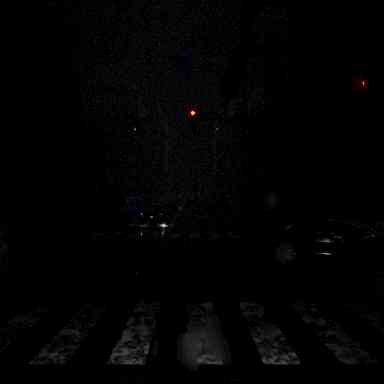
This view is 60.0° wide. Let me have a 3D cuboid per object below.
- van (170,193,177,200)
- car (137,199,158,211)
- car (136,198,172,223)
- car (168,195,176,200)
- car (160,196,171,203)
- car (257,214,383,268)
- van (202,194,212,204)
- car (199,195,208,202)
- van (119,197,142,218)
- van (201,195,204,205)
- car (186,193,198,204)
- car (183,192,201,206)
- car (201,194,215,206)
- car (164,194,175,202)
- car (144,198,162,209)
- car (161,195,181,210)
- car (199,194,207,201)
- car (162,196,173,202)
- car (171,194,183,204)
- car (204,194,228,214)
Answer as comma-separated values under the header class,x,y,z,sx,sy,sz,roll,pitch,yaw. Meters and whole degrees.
class,x,y,z,sx,sy,sz,roll,pitch,yaw
van,-5.344,1.325,94.859,1.690,1.788,3.998,0,0,0
car,-5.386,1.561,40.797,1.947,1.339,4.313,0,0,0
car,-2.839,1.502,25.699,1.837,1.490,4.892,0,0,0
car,-5.348,1.567,89.453,1.802,1.307,4.206,0,0,0
car,-5.365,1.540,67.828,2.008,1.369,4.403,0,0,0
car,4.550,1.480,10.548,4.892,1.490,1.837,0,3,22
van,2.710,1.331,62.419,1.690,1.788,3.998,0,0,0
car,2.703,1.512,78.808,1.752,1.417,4.829,0,0,0
van,-5.394,1.338,29.984,1.690,1.788,3.998,0,0,0
van,2.714,1.334,51.606,1.690,1.788,3.998,0,0,0
car,0.032,1.211,65.222,2.150,2.045,5.566,0,0,0
car,0.080,1.344,55.296,2.097,1.767,4.553,0,0,0
car,2.712,1.307,57.013,2.192,1.841,5.009,0,0,0
car,-5.357,1.302,78.640,2.192,1.841,5.009,0,0,0
car,-5.382,1.539,46.203,1.887,1.381,4.507,0,0,0
car,-2.822,1.472,42.774,1.882,1.535,5.008,0,0,0
car,2.701,1.426,84.043,1.967,1.590,4.097,0,0,0
car,-5.361,1.554,73.234,1.947,1.339,4.313,0,0,0
car,-2.721,1.505,59.330,1.895,1.301,4.718,0,0,0
car,2.721,1.311,35.388,2.192,1.841,5.009,0,0,0
